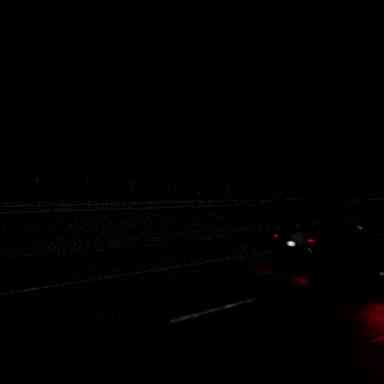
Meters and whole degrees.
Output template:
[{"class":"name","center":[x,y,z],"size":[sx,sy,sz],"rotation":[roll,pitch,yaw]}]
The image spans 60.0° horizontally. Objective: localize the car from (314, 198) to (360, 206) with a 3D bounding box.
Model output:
[{"class":"car","center":[13.904,1.345,31.116],"size":[4.553,1.767,2.097],"rotation":[0,0,-35]}]

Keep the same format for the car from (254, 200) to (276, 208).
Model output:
[{"class":"car","center":[9.189,1.541,36.348],"size":[5.357,1.411,2.033],"rotation":[0,0,-35]}]

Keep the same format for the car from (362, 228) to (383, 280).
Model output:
[{"class":"car","center":[6.536,1.502,8.413],"size":[4.892,1.490,1.837],"rotation":[0,0,-36]}]

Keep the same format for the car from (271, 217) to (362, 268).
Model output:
[{"class":"car","center":[4.679,1.561,11.387],"size":[4.181,1.385,1.994],"rotation":[0,0,-36]}]

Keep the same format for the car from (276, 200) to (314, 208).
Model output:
[{"class":"car","center":[10.967,1.594,33.323],"size":[4.718,1.301,1.895],"rotation":[0,0,-35]}]
